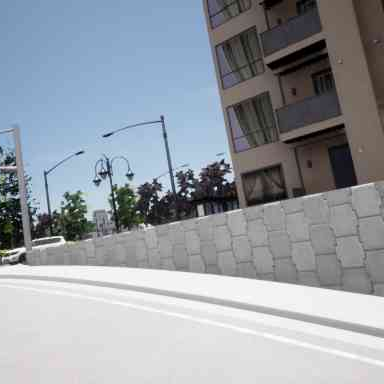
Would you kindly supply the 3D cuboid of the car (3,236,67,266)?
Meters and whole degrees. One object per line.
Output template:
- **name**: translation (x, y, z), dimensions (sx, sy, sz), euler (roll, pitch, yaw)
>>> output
- **car**: translation (-14.076, 5.316, 30.304), dimensions (2.150, 2.045, 5.566), euler (-14, -8, 35)
